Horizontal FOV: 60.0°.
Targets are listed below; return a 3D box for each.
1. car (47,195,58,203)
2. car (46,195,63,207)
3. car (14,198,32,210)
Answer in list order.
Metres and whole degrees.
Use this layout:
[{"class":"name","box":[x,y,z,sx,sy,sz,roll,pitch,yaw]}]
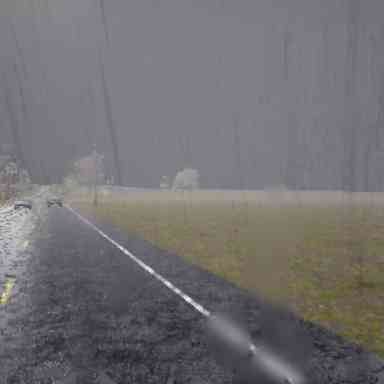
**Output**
[{"class":"car","box":[-26.189,1.299,62.546,1.837,1.490,4.892,0,0,-23]},{"class":"car","box":[-19.585,1.353,47.584,1.837,1.490,4.892,0,0,-24]},{"class":"car","box":[-20.581,1.402,40.688,2.033,1.411,5.357,0,0,-23]}]
